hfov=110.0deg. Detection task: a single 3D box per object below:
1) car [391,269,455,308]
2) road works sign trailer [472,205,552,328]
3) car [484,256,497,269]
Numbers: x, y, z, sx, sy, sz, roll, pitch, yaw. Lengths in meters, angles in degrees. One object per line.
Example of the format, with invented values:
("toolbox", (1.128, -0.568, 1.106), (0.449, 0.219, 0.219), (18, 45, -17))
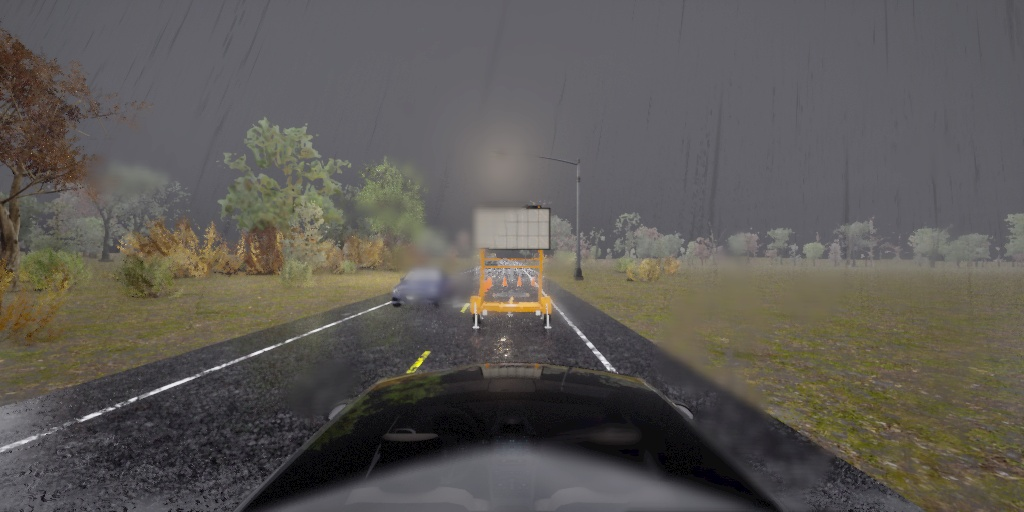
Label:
("car", (-3.612, 1.278, 15.335), (1.812, 1.442, 4.674), (0, 0, 0))
("road works sign trailer", (0.001, 0.216, 11.340), (2.380, 3.560, 2.880), (0, 0, 0))
("car", (-3.584, 1.006, 58.171), (2.150, 2.045, 5.566), (0, 0, 0))
